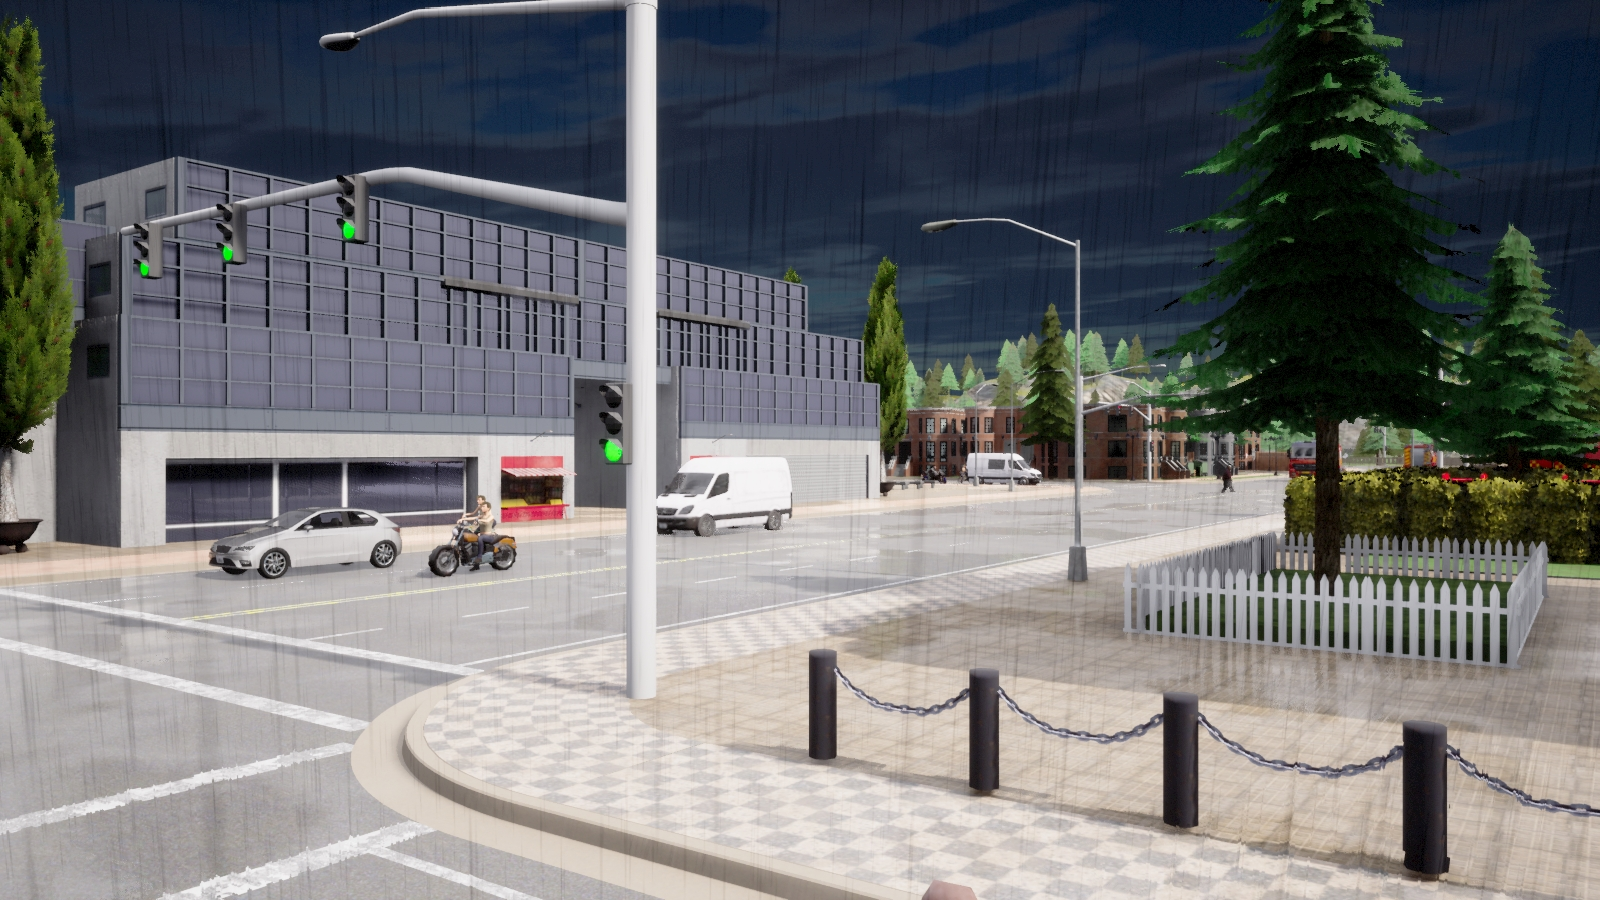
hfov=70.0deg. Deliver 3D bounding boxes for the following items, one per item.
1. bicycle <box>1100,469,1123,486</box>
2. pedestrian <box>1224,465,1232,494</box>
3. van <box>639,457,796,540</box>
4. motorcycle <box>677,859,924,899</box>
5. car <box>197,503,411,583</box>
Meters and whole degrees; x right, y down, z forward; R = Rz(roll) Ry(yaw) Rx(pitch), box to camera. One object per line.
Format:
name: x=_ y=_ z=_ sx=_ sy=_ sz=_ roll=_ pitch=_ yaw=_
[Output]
bicycle: x=24.306 y=2.158 z=89.051 sx=1.487 sy=1.276 sz=0.859 roll=0 pitch=1 yaw=38
pedestrian: x=26.971 y=1.848 z=71.983 sx=0.375 sy=1.860 sz=0.375 roll=0 pitch=0 yaw=31
van: x=-2.656 y=1.534 z=38.647 sx=1.988 sy=2.561 sz=5.915 roll=0 pitch=0 yaw=35
motorcycle: x=0.509 y=2.205 z=3.428 sx=2.209 sy=1.251 sz=0.867 roll=0 pitch=0 yaw=35
car: x=-11.323 y=2.066 z=26.349 sx=1.816 sy=1.474 sz=4.193 roll=0 pitch=0 yaw=35
